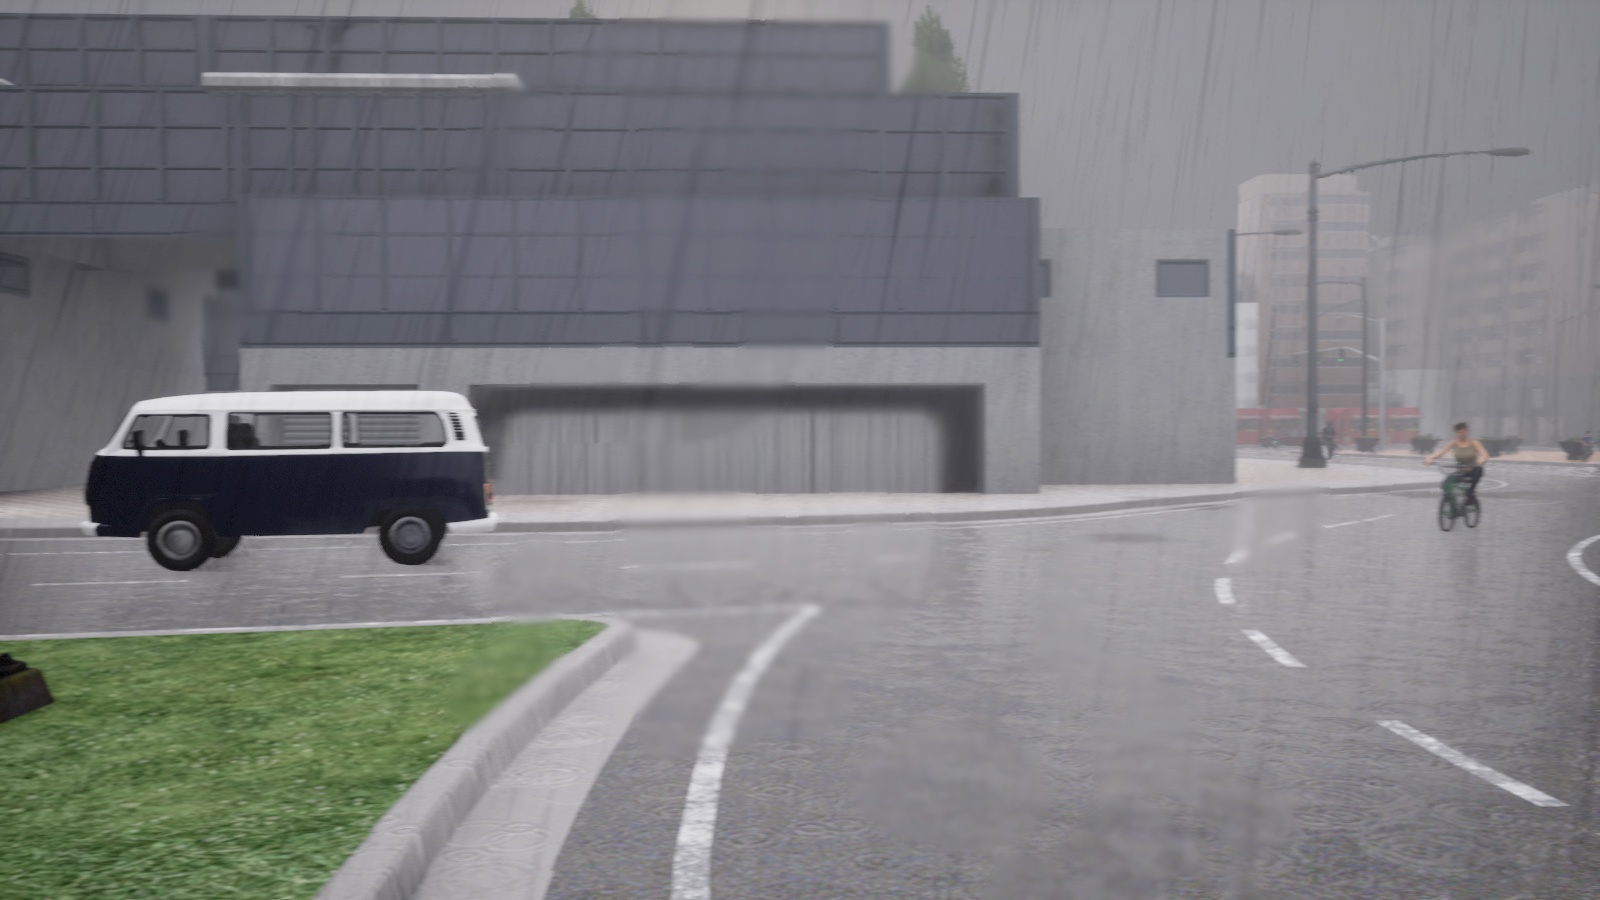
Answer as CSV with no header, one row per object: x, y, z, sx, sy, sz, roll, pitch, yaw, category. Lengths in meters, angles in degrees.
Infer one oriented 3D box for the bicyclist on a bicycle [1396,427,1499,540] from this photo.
9.638,0.467,18.679,1.509,1.612,0.866,-1,1,-42,bicyclist on a bicycle

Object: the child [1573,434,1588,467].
29.881,0.023,48.072,0.270,1.263,0.437,0,1,-11,child

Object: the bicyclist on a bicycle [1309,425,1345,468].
22.189,-0.156,52.926,0.659,1.776,1.843,0,1,-2,bicyclist on a bicycle

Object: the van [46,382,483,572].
-6.111,0.268,14.954,4.480,2.038,2.069,0,1,-13,van
